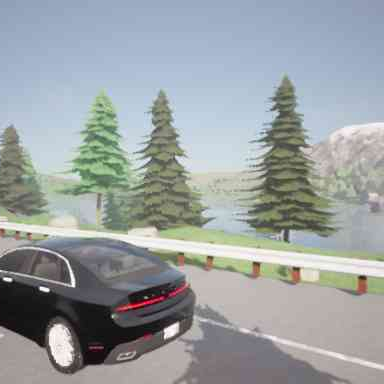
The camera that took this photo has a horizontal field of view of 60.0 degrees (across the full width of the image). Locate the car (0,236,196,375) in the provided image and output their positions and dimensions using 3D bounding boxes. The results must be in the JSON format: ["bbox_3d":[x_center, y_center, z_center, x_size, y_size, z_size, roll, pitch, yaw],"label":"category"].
[{"bbox_3d":[-2.211,1.527,5.676,4.892,1.490,1.837,0,0,36],"label":"car"}]
